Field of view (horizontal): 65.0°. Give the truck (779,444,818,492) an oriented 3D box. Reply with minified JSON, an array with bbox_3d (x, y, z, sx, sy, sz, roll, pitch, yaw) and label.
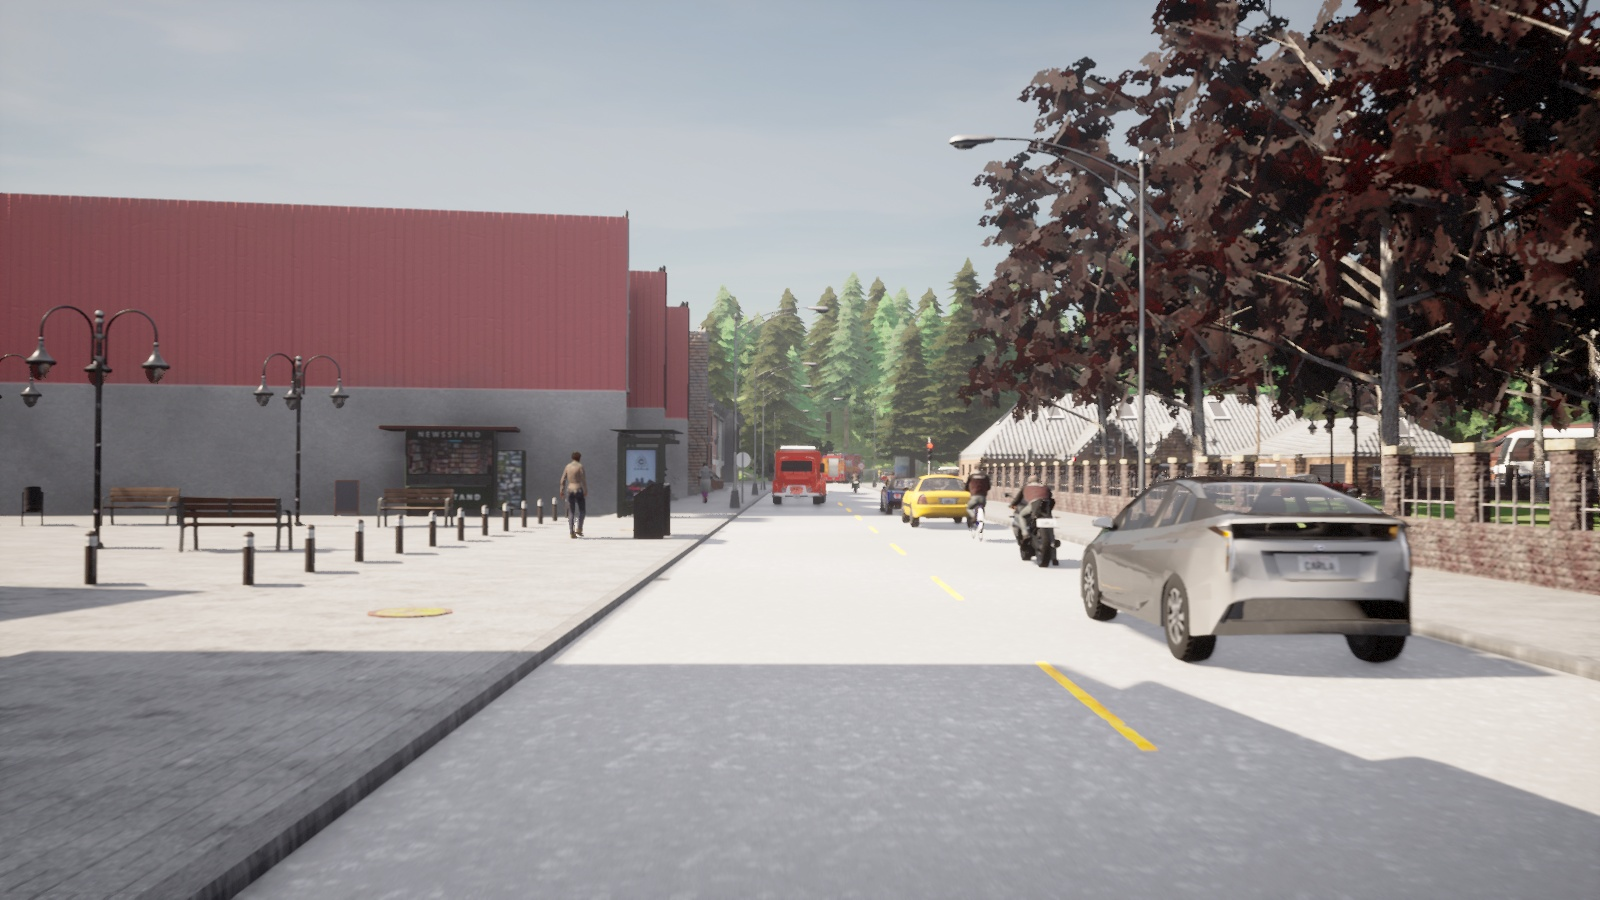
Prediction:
[{"bbox_3d":[-0.123,1.372,95.308,2.891,3.462,7.936,0,-1,0],"label":"truck"}]

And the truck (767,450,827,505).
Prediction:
[{"bbox_3d":[-0.073,1.272,58.507,2.627,2.467,5.204,0,-1,1],"label":"truck"}]

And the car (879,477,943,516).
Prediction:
[{"bbox_3d":[3.935,1.631,45.326,1.895,1.301,4.718,0,-1,0],"label":"car"}]

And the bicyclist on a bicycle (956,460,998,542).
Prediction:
[{"bbox_3d":[3.951,1.122,28.083,0.659,1.776,1.843,0,-1,0],"label":"bicyclist on a bicycle"}]

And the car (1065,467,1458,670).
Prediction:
[{"bbox_3d":[3.972,0.935,11.778,2.007,1.525,4.514,0,-1,0],"label":"car"}]

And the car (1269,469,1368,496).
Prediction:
[{"bbox_3d":[29.879,1.865,72.486,4.792,1.488,2.163,0,-1,-2],"label":"car"}]

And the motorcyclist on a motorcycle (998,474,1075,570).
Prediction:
[{"bbox_3d":[3.959,1.175,21.204,0.866,1.530,2.191,0,-1,0],"label":"motorcyclist on a motorcycle"}]

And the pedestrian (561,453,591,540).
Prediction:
[{"bbox_3d":[-4.693,0.968,26.363,0.328,1.805,0.869,0,-1,10],"label":"pedestrian"}]

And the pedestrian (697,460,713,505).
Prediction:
[{"bbox_3d":[-4.210,1.439,55.615,0.659,1.952,0.873,0,-1,-10],"label":"pedestrian"}]

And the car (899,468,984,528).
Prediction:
[{"bbox_3d":[3.943,1.314,35.702,1.801,1.575,5.366,0,-1,0],"label":"car"}]

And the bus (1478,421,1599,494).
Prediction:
[{"bbox_3d":[46.578,0.462,74.984,10.273,4.253,3.944,-1,-1,22],"label":"bus"}]
